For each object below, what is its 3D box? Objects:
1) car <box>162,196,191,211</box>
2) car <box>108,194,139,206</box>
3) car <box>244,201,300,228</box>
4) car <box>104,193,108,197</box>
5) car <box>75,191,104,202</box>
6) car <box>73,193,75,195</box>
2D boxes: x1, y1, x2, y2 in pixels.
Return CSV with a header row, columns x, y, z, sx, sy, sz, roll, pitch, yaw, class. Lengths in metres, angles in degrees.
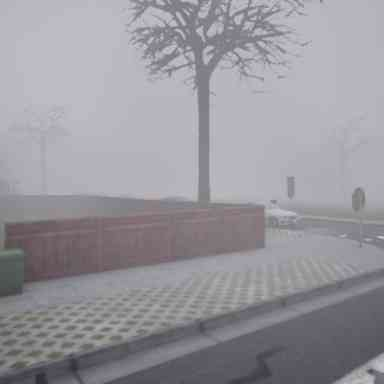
x,y,z,sx,sy,sz,roll,pitch,yaw,class
-1.142,1.107,28.105,1.882,1.535,5.008,0,1,-36,car
-7.155,0.995,36.409,1.812,1.442,4.674,0,1,-36,car
4.379,1.301,20.493,1.812,1.442,4.674,0,1,-36,car
-13.680,0.776,50.392,1.994,1.385,4.181,0,1,-35,car
-14.393,0.875,46.489,1.895,1.301,4.718,0,1,-35,car
-19.576,0.555,58.534,1.837,1.490,4.892,0,1,-36,car
